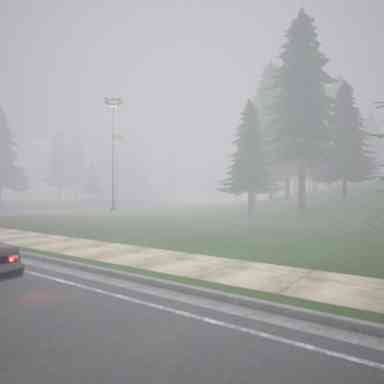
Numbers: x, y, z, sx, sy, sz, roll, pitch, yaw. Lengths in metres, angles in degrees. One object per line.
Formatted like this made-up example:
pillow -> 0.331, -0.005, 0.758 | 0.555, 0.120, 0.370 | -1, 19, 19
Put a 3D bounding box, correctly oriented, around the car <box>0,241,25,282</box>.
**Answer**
car -> -6.348, 1.509, 8.352 | 5.357, 1.411, 2.033 | 0, 0, 35
